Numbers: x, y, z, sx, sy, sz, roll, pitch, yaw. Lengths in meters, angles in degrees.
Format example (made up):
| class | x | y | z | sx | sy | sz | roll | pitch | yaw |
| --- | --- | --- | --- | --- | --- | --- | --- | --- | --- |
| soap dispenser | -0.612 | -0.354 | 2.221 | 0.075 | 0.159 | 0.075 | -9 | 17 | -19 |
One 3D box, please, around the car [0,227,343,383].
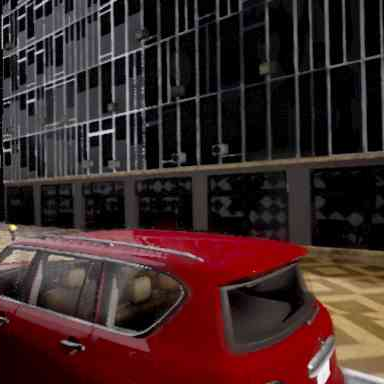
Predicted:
| class | x | y | z | sx | sy | sz | roll | pitch | yaw |
| --- | --- | --- | --- | --- | --- | --- | --- | --- | --- |
| car | -1.054 | 1.319 | 3.649 | 5.009 | 1.841 | 2.192 | 0 | -1 | 36 |
